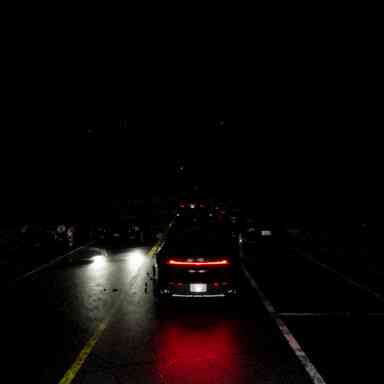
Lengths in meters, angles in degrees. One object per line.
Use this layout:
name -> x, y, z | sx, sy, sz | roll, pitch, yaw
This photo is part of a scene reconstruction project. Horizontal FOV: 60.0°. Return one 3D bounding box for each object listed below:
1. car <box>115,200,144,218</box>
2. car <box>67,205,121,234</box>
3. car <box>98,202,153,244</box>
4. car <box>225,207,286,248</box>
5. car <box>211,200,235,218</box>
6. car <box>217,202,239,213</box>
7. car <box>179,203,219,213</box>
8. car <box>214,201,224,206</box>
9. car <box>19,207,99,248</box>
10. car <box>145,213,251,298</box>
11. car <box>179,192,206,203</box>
car -> -5.723, 1.544, 31.003 | 1.887, 1.381, 4.507 | -1, 0, 0
car -> -5.742, 1.564, 19.993 | 1.947, 1.339, 4.313 | -1, 0, 0
car -> -3.062, 1.476, 16.000 | 1.882, 1.535, 5.008 | 0, 0, 0
car -> 2.774, 1.564, 14.473 | 1.947, 1.339, 4.313 | -1, 0, 0
car -> 2.802, 1.544, 30.989 | 1.887, 1.381, 4.507 | -1, 0, 0
car -> 2.783, 1.543, 19.978 | 1.887, 1.381, 4.507 | -1, 0, 0
car -> 0.123, 1.546, 18.241 | 2.033, 1.411, 5.357 | 0, 0, 0
car -> 2.793, 1.544, 25.483 | 1.887, 1.381, 4.507 | -1, 0, 0
car -> -5.752, 1.439, 14.487 | 1.967, 1.590, 4.097 | -1, 0, 0
car -> 0.116, 1.503, 8.504 | 1.837, 1.490, 4.892 | 0, 0, 0
car -> 0.046, 1.221, 28.486 | 2.150, 2.045, 5.566 | 0, 0, 0
